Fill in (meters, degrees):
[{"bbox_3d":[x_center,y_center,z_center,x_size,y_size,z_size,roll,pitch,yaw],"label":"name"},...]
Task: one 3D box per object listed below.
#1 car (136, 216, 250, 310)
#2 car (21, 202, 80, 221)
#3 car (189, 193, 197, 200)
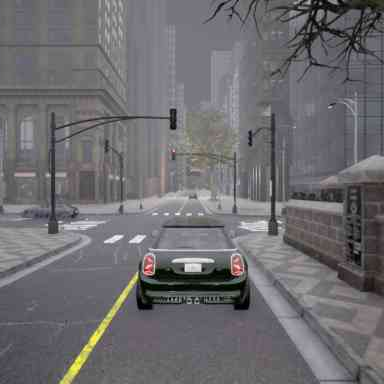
[{"bbox_3d":[0.035,1.352,7.982,2.097,1.767,4.553,0,0,0],"label":"car"},{"bbox_3d":[-11.078,1.471,26.185,4.181,1.385,1.994,1,0,1],"label":"car"},{"bbox_3d":[0.243,0.937,81.241,2.097,1.767,4.553,0,1,0],"label":"car"}]
